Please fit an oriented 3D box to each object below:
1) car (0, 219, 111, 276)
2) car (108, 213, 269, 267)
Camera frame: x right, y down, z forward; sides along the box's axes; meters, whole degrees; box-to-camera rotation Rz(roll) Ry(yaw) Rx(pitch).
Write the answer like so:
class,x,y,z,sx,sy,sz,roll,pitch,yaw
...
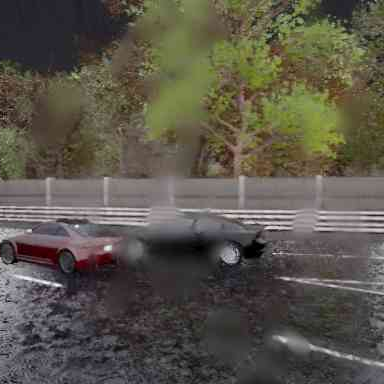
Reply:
class,x,y,z,sx,sy,sz,roll,pitch,yaw
car,-4.092,1.556,10.435,4.181,1.385,1.994,0,0,31
car,0.002,1.472,11.175,5.008,1.535,1.882,0,0,15
